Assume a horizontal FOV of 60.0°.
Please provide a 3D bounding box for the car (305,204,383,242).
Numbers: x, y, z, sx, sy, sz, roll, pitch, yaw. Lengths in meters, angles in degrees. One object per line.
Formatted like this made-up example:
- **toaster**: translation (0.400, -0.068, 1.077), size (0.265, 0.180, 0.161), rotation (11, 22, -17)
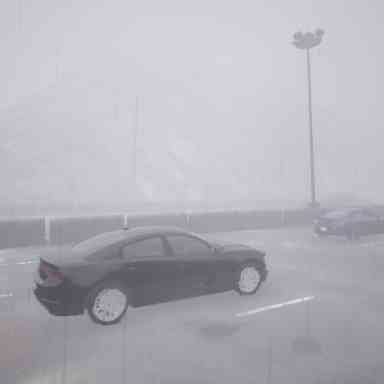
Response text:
- **car**: translation (7.942, 1.510, 16.279), size (4.674, 1.442, 1.812), rotation (0, 0, -31)

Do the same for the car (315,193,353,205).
- **car**: translation (18.886, 1.181, 43.397), size (5.566, 2.045, 2.150), rotation (0, 0, -31)

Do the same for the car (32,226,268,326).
- **car**: translation (-0.620, 1.475, 7.099), size (5.008, 1.535, 1.882), rotation (0, 0, -31)

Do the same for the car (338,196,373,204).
- **car**: translation (20.158, 1.524, 40.078), size (4.181, 1.385, 1.994), rotation (0, 0, -31)

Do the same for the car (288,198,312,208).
- **car**: translation (15.113, 1.488, 45.217), size (4.674, 1.442, 1.812), rotation (0, 0, -31)
